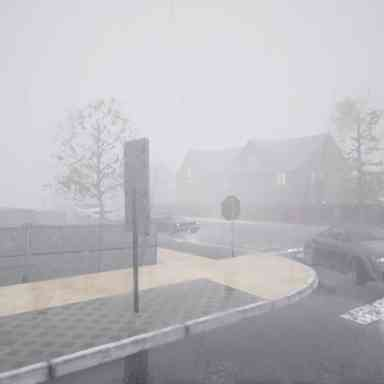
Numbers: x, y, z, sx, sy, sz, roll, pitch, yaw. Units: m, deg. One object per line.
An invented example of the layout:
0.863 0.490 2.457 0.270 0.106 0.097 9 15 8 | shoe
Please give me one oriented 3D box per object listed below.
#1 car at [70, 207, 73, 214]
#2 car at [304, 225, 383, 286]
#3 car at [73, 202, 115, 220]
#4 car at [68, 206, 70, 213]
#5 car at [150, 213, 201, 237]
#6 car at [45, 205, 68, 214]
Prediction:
-14.145 2.579 44.019 1.895 1.301 4.718 -1 -1 -35 | car
4.835 1.636 9.407 1.994 1.385 4.181 -1 -3 -6 | car
-9.487 1.962 32.543 2.150 2.045 5.566 -1 -1 -36 | car
-19.991 2.763 52.092 2.033 1.411 5.357 -1 -1 -36 | car
-1.474 2.012 21.364 1.895 1.301 4.718 -1 -1 -36 | car
-19.111 2.696 46.136 1.994 1.385 4.181 -1 -1 -35 | car
